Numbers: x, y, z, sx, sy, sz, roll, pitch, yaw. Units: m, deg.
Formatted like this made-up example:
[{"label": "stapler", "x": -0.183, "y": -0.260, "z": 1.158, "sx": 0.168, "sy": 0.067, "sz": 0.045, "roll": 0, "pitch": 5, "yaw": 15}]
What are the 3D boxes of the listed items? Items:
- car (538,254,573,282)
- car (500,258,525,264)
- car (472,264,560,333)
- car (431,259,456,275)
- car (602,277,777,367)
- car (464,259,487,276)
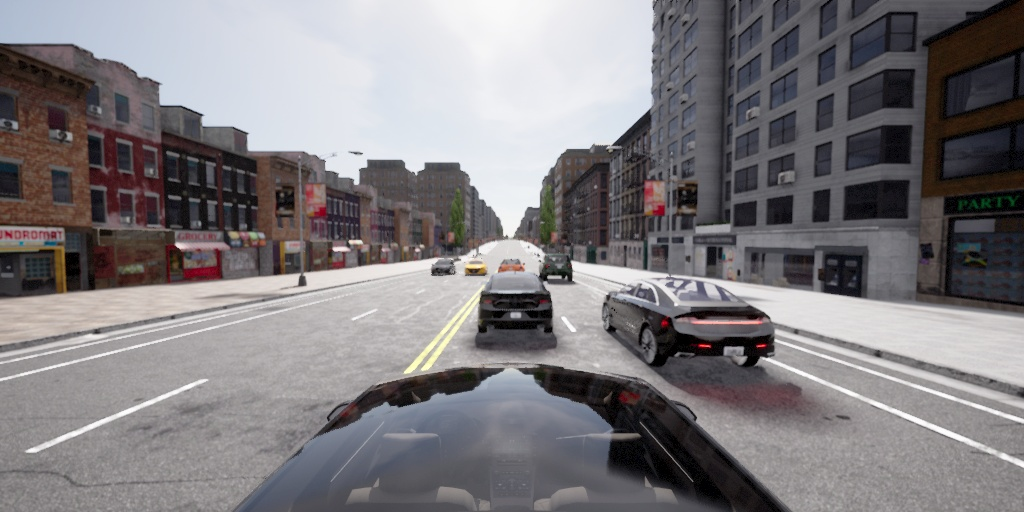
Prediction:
[{"label": "car", "x": 3.303, "y": 0.837, "z": 27.652, "sx": 2.150, "sy": 2.045, "sz": 5.566, "roll": 0, "pitch": 0, "yaw": 0}, {"label": "car", "x": 0.017, "y": 0.956, "z": 29.728, "sx": 2.097, "sy": 1.767, "sz": 4.553, "roll": 0, "pitch": 0, "yaw": 3}, {"label": "car", "x": 0.083, "y": 1.179, "z": 10.595, "sx": 1.882, "sy": 1.535, "sz": 5.008, "roll": 0, "pitch": 0, "yaw": 0}, {"label": "car", "x": -6.656, "y": 1.078, "z": 35.221, "sx": 1.837, "sy": 1.490, "sz": 4.892, "roll": 0, "pitch": 0, "yaw": 0}, {"label": "car", "x": 3.337, "y": 1.207, "z": 7.818, "sx": 2.128, "sy": 1.511, "sz": 4.902, "roll": 0, "pitch": 0, "yaw": 0}, {"label": "car", "x": -3.405, "y": 1.055, "z": 34.482, "sx": 1.882, "sy": 1.535, "sz": 5.008, "roll": 0, "pitch": 0, "yaw": 0}]
